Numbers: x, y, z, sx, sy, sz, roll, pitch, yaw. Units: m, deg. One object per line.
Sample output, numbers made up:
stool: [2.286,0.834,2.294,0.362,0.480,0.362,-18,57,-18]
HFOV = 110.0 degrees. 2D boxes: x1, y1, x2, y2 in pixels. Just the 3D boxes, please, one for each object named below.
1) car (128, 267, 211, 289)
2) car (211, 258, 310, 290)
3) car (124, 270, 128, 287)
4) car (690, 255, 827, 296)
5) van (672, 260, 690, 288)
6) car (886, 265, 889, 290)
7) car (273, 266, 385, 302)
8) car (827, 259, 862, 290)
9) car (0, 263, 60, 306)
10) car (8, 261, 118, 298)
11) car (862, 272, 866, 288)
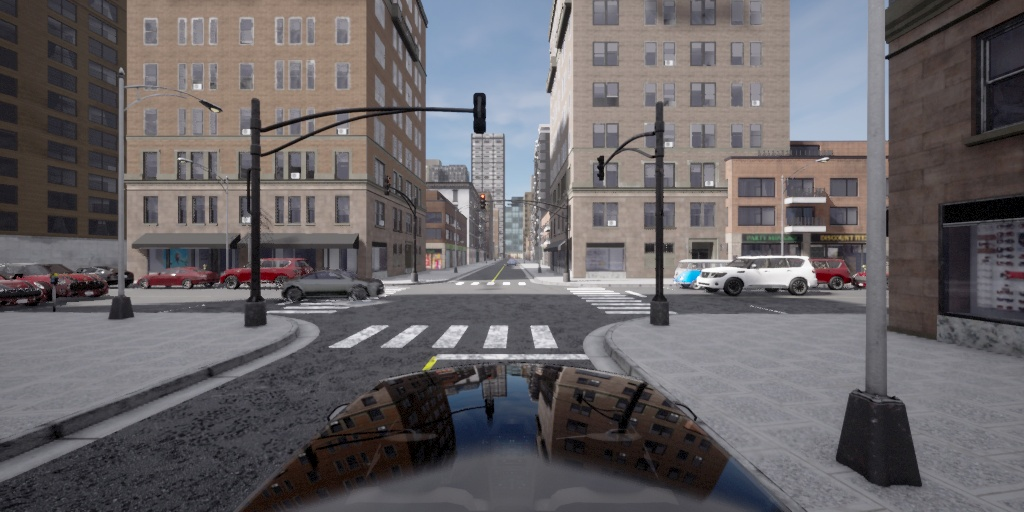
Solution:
car: [-20.437,1.321,22.066,4.207,1.307,1.802,0,0,0]
car: [-14.913,1.059,22.035,5.009,1.841,2.192,0,0,0]
car: [-25.960,1.300,22.097,4.313,1.339,1.948,0,0,0]
car: [12.956,0.989,19.119,5.566,2.045,2.150,0,0,0]
van: [12.034,1.108,21.884,3.998,1.789,1.690,0,0,0]
car: [22.921,1.280,19.065,4.892,1.490,1.837,0,0,0]
car: [-8.116,1.315,16.513,4.181,1.385,1.994,0,0,-9]
car: [17.630,1.086,21.853,5.009,1.841,2.192,0,0,0]
car: [-20.459,1.180,13.540,4.097,1.591,1.967,0,0,0]
car: [-21.215,1.095,16.113,4.553,1.767,2.097,0,0,0]
car: [23.226,1.215,21.821,4.097,1.591,1.967,0,0,0]
